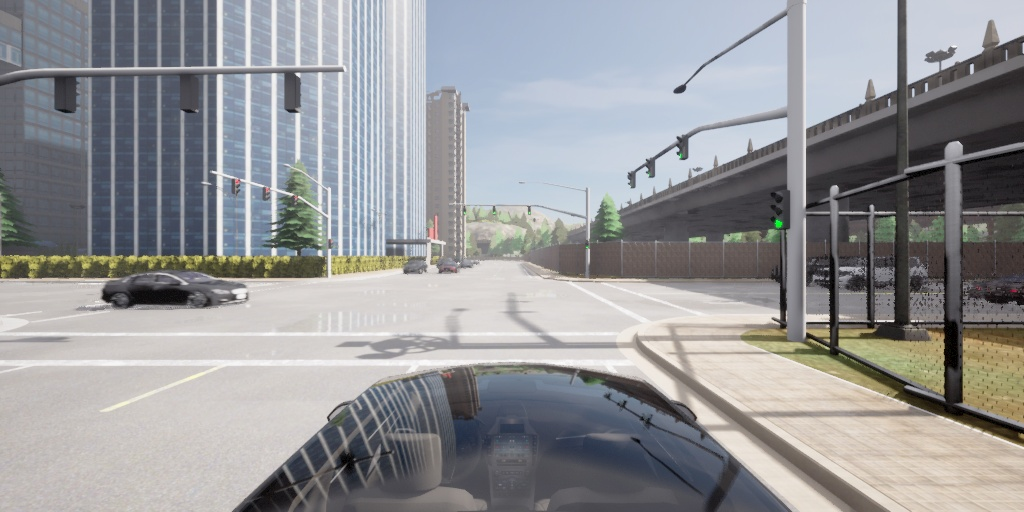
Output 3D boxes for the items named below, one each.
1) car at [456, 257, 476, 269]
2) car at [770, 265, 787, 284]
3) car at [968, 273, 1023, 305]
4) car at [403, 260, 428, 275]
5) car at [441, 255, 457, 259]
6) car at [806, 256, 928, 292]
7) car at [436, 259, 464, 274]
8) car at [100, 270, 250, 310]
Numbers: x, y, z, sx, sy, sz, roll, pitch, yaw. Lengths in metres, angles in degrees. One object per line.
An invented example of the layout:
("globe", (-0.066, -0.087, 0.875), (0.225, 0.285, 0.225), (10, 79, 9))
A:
("car", (-7.086, 1.275, 55.347), (1.812, 1.442, 4.674), (0, 0, 0))
("car", (21.210, 1.026, 24.945), (5.566, 2.045, 2.150), (0, 0, 0))
("car", (21.845, 1.358, 14.347), (5.357, 1.411, 2.033), (0, 0, 0))
("car", (-10.596, 1.255, 39.623), (1.837, 1.490, 4.892), (0, 0, 0))
("car", (-10.583, 1.101, 56.853), (2.097, 1.767, 4.553), (0, 0, 0))
("car", (21.293, 1.026, 21.435), (5.566, 2.045, 2.150), (0, 0, 0))
("car", (-7.095, 1.313, 41.100), (1.994, 1.385, 4.181), (0, 0, 0))
("car", (-13.236, 1.333, 14.267), (4.902, 1.511, 2.128), (0, 0, 0))
